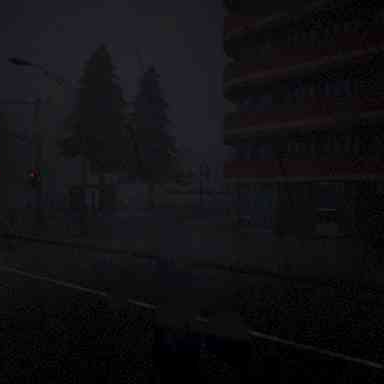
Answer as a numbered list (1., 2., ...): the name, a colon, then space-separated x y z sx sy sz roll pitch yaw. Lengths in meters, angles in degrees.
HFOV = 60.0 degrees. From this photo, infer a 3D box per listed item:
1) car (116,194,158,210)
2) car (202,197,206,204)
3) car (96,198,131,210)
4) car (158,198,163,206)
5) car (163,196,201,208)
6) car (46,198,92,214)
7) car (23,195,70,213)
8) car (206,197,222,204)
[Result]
1. car: -7.647 1.307 45.274 2.150 2.045 5.566 0 0 37
2. car: -0.748 1.628 53.085 5.357 1.411 2.033 0 0 -42
3. car: -10.953 1.627 46.576 1.812 1.442 4.674 0 0 37
4. car: -5.114 1.623 53.574 4.674 1.442 1.812 0 0 -45
5. car: -1.361 1.420 47.230 2.097 1.767 4.553 0 0 41
6. car: -13.382 1.687 37.385 1.895 1.301 4.718 0 0 36
7. car: -16.627 1.323 38.859 2.150 2.045 5.566 0 0 36
8. car: 3.096 1.632 60.399 5.357 1.411 2.033 0 0 -32
